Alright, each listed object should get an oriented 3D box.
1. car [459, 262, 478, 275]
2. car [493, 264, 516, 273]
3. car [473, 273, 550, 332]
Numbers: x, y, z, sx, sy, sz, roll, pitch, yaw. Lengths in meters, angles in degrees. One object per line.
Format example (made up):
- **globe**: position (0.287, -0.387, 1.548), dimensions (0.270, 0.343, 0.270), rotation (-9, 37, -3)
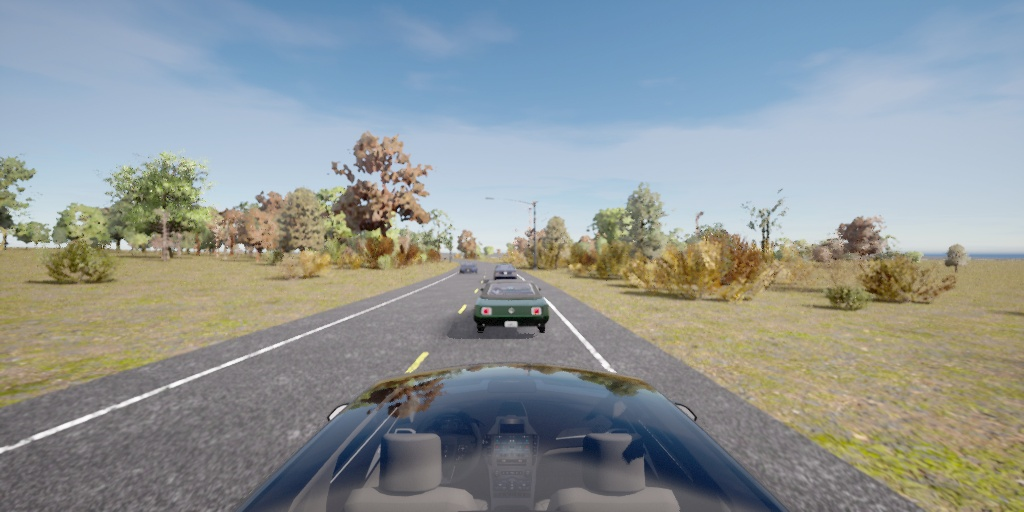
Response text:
- **car**: position (-4.932, 1.400, 41.197), dimensions (1.994, 1.385, 4.181), rotation (0, 0, -4)
- **car**: position (-0.604, 1.360, 29.660), dimensions (2.033, 1.411, 5.357), rotation (0, 0, -2)
- **car**: position (-0.033, 1.373, 10.932), dimensions (1.895, 1.301, 4.718), rotation (0, 0, -1)
